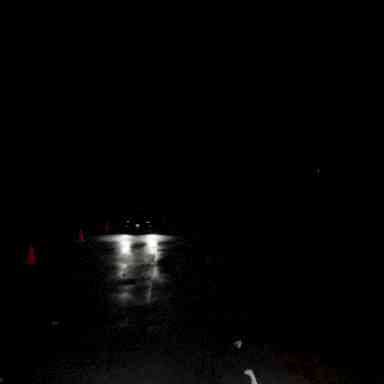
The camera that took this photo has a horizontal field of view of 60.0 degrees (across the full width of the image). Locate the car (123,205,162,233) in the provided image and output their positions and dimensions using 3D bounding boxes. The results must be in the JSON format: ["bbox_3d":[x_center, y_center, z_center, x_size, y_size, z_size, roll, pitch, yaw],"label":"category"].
[{"bbox_3d":[-2.961,1.620,20.729,1.837,1.490,4.892,0,-1,1],"label":"car"}]

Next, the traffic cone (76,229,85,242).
[{"bbox_3d":[-5.239,2.020,15.638,0.340,0.580,0.340,0,-1,-1],"label":"traffic cone"}]

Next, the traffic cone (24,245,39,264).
[{"bbox_3d":[-5.138,1.978,10.633,0.340,0.580,0.340,0,0,-1],"label":"traffic cone"}]

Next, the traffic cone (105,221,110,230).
[{"bbox_3d":[-5.288,2.071,20.718,0.340,0.580,0.340,0,-1,0],"label":"traffic cone"}]

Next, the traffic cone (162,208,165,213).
[{"bbox_3d":[-3.520,2.276,41.061,0.340,0.580,0.340,0,-1,9],"label":"traffic cone"}]
